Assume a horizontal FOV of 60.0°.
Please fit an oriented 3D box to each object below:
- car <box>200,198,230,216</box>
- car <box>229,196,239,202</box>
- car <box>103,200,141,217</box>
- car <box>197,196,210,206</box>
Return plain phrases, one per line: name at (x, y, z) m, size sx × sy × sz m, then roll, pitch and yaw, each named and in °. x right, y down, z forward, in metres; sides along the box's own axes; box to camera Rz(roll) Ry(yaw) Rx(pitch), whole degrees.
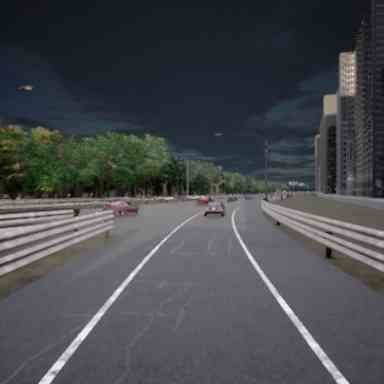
car at (2.277, 1.538, 31.914) m, size 2.033 × 1.411 × 5.357 m, roll 0°, pitch 0°, yaw 8°
car at (9.771, 1.629, 78.719) m, size 1.837 × 1.490 × 4.892 m, roll 0°, pitch 0°, yaw 19°
car at (-6.385, 1.479, 30.524) m, size 1.812 × 1.442 × 4.674 m, roll 0°, pitch 0°, yaw 19°
car at (2.347, 1.520, 56.581) m, size 1.882 × 1.535 × 5.008 m, roll 0°, pitch 0°, yaw 19°
